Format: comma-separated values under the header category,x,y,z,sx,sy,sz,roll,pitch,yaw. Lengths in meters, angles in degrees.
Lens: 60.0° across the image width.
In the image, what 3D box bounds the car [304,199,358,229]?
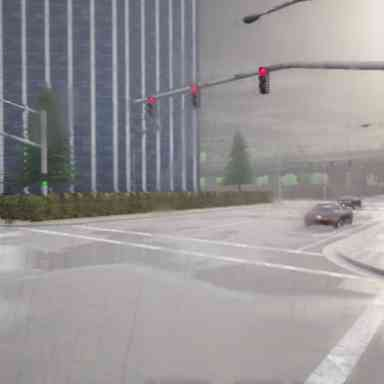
category,x,y,z,sx,sy,sz,roll,pitch,yaw
car,8.460,1.381,20.461,1.994,1.385,4.181,0,0,39

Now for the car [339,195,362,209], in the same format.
category,x,y,z,sx,sy,sz,roll,pitch,yaw
car,17.577,1.160,37.197,1.837,1.490,4.892,0,0,39
